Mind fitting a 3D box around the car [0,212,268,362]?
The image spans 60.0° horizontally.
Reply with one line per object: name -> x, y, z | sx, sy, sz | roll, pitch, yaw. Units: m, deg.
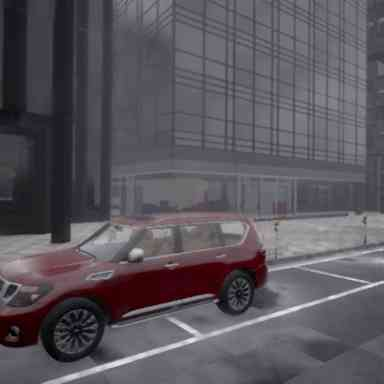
car -> -0.764, 1.342, 6.102 | 5.009, 1.841, 2.192 | 1, 0, -35
